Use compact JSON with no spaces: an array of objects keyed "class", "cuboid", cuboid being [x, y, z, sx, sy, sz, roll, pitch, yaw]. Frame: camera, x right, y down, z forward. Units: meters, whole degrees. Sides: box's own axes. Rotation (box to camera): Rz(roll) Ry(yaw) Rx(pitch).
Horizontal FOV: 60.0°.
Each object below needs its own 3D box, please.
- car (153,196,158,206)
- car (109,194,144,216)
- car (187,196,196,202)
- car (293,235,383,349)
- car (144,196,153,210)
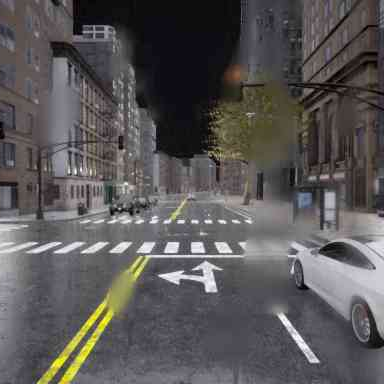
[{"class":"car","cuboid":[-6.624,1.420,53.670,2.128,1.511,4.902,0,0,0]},{"class":"car","cuboid":[-6.592,1.197,33.241,2.150,2.045,5.566,0,0,1]},{"class":"car","cuboid":[-0.042,1.436,73.490,1.895,1.301,4.718,0,0,0]},{"class":"car","cuboid":[3.346,1.524,6.128,1.812,1.442,4.674,0,0,0]},{"class":"car","cuboid":[-6.626,1.436,43.352,1.882,1.535,5.008,0,0,0]}]
